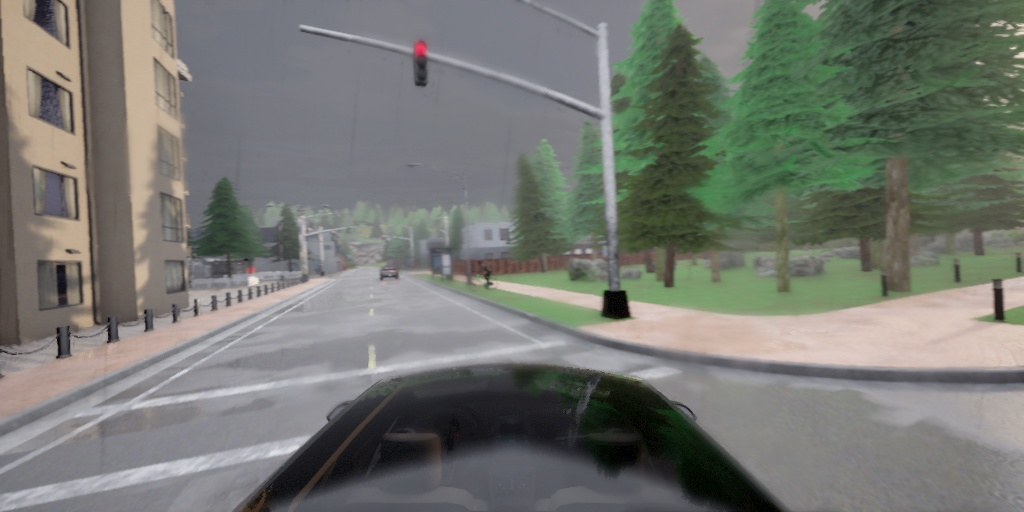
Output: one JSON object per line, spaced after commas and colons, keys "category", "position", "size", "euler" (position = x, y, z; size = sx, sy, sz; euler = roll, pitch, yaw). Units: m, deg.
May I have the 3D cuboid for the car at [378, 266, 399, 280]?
{"category": "car", "position": [-13.461, 1.814, 39.252], "size": [2.128, 1.511, 4.902], "euler": [-3, 0, -21]}

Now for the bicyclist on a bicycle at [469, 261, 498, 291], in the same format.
{"category": "bicyclist on a bicycle", "position": [-1.568, 1.080, 19.384], "size": [1.656, 1.620, 0.582], "euler": [-3, 0, -21]}
